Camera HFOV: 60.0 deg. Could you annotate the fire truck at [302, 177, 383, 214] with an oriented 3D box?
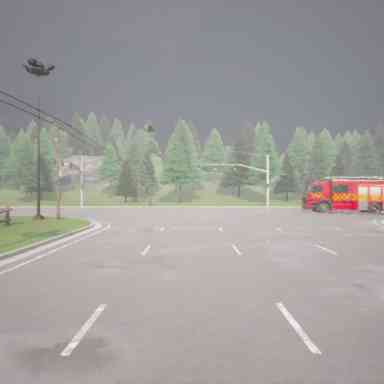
[{"bbox_3d":[16.263,0.338,35.217,8.468,3.827,2.891,0,0,6],"label":"fire truck"}]
